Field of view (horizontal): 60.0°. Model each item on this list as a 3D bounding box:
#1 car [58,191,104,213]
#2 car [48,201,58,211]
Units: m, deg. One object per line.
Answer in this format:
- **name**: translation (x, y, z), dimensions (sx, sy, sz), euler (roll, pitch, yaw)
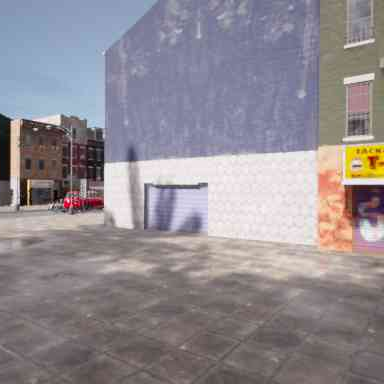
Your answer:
- **car**: translation (-9.865, 0.937, 32.854), dimensions (2.150, 2.045, 5.566), euler (1, 1, 35)
- **car**: translation (-12.369, 1.182, 34.426), dimensions (2.128, 1.511, 4.902), euler (1, 1, 36)
